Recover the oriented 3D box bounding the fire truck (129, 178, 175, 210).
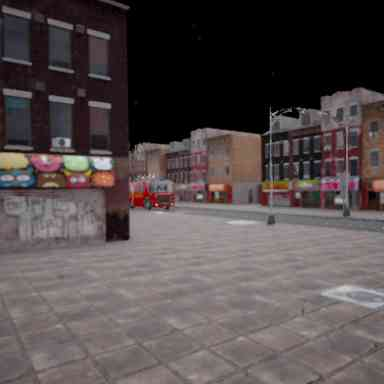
[{"bbox_3d":[-5.499,0.219,40.899,2.891,3.827,8.468,-1,1,-35],"label":"fire truck"}]
